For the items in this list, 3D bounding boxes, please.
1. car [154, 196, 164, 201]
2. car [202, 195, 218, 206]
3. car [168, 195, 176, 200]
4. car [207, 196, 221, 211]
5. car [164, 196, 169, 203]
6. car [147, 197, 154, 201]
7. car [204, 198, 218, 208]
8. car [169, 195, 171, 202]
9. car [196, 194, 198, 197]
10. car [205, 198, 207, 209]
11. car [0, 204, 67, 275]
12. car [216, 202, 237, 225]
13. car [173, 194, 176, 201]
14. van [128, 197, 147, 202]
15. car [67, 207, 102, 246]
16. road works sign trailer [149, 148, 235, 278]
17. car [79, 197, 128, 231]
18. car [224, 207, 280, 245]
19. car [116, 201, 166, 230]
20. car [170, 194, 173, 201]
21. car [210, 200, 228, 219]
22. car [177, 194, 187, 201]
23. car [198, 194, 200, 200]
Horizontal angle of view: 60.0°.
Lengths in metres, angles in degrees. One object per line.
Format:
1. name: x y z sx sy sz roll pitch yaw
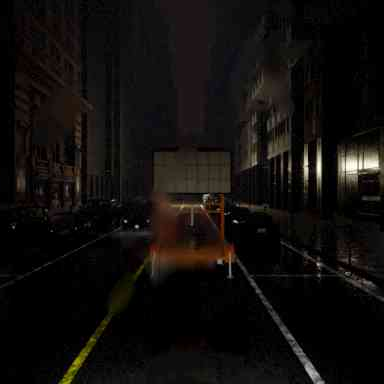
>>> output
1. car: -5.728 1.461 48.858 1.967 1.590 4.097 0 0 0
2. car: 2.793 1.332 43.265 2.192 1.841 5.009 0 0 0
3. car: -5.699 1.607 93.672 1.887 1.381 4.507 0 0 0
4. car: 2.786 1.449 32.061 1.967 1.590 4.097 0 0 0
5. car: -5.721 1.470 60.062 1.967 1.590 4.097 0 0 0
6. car: -5.736 1.538 37.484 1.752 1.417 4.829 0 0 0
7. car: 2.796 1.603 48.867 1.802 1.307 4.206 0 0 0
8. car: -5.718 1.616 65.662 1.802 1.307 4.206 0 0 0
9. car: 2.826 1.607 93.684 1.887 1.381 4.507 0 0 0
10. car: 2.789 1.595 37.662 1.802 1.307 4.206 0 0 0
11. car: -5.754 1.316 9.646 2.192 1.841 5.009 0 0 0
12. car: 2.778 1.570 20.857 1.947 1.339 4.313 0 0 0
13. car: -5.707 1.601 82.468 2.008 1.369 4.403 0 0 0
14. van: -5.739 1.350 32.052 1.690 1.788 3.998 0 0 0
15. car: -5.751 1.584 15.247 1.802 1.307 4.206 0 0 0
16. road works sign trailer: 0.006 0.465 10.107 2.380 3.560 2.880 0 0 0
17. car: -5.746 1.319 20.850 2.192 1.841 5.009 0 0 0
18. car: 2.774 1.568 15.255 1.947 1.339 4.313 0 0 0
19. car: -3.087 1.551 21.296 2.033 1.411 5.357 0 0 0
20. car: -5.714 1.605 71.265 1.947 1.339 4.313 0 0 0
21. car: 2.782 1.557 26.458 2.008 1.369 4.403 0 0 0
22. car: -2.942 1.658 88.409 1.895 1.301 4.718 0 0 0
23. car: 2.811 1.622 71.276 1.802 1.307 4.206 0 0 0
